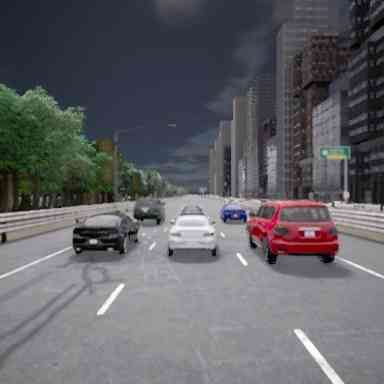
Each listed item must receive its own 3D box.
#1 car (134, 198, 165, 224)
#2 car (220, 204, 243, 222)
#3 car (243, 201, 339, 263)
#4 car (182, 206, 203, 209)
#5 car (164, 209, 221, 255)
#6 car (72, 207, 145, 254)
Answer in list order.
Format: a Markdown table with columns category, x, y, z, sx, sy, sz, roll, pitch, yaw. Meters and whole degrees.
| category | x | y | z | sx | sy | sz | roll | pitch | yaw |
| --- | --- | --- | --- | --- | --- | --- | --- | --- | --- |
| car | -3.485 | 1.515 | 27.585 | 2.150 | 2.045 | 5.566 | 0 | 0 | 0 |
| car | 3.535 | 1.785 | 29.242 | 1.882 | 1.535 | 5.008 | 0 | 0 | 1 |
| car | 3.512 | 1.352 | 12.559 | 2.150 | 2.045 | 5.566 | 0 | 0 | 0 |
| car | 0.028 | 1.864 | 28.489 | 1.994 | 1.385 | 4.181 | 0 | -1 | 0 |
| car | 0.028 | 1.667 | 13.905 | 1.812 | 1.442 | 4.674 | 0 | 0 | 1 |
| car | -3.468 | 1.622 | 14.240 | 1.882 | 1.535 | 5.008 | 0 | 0 | 1 |
